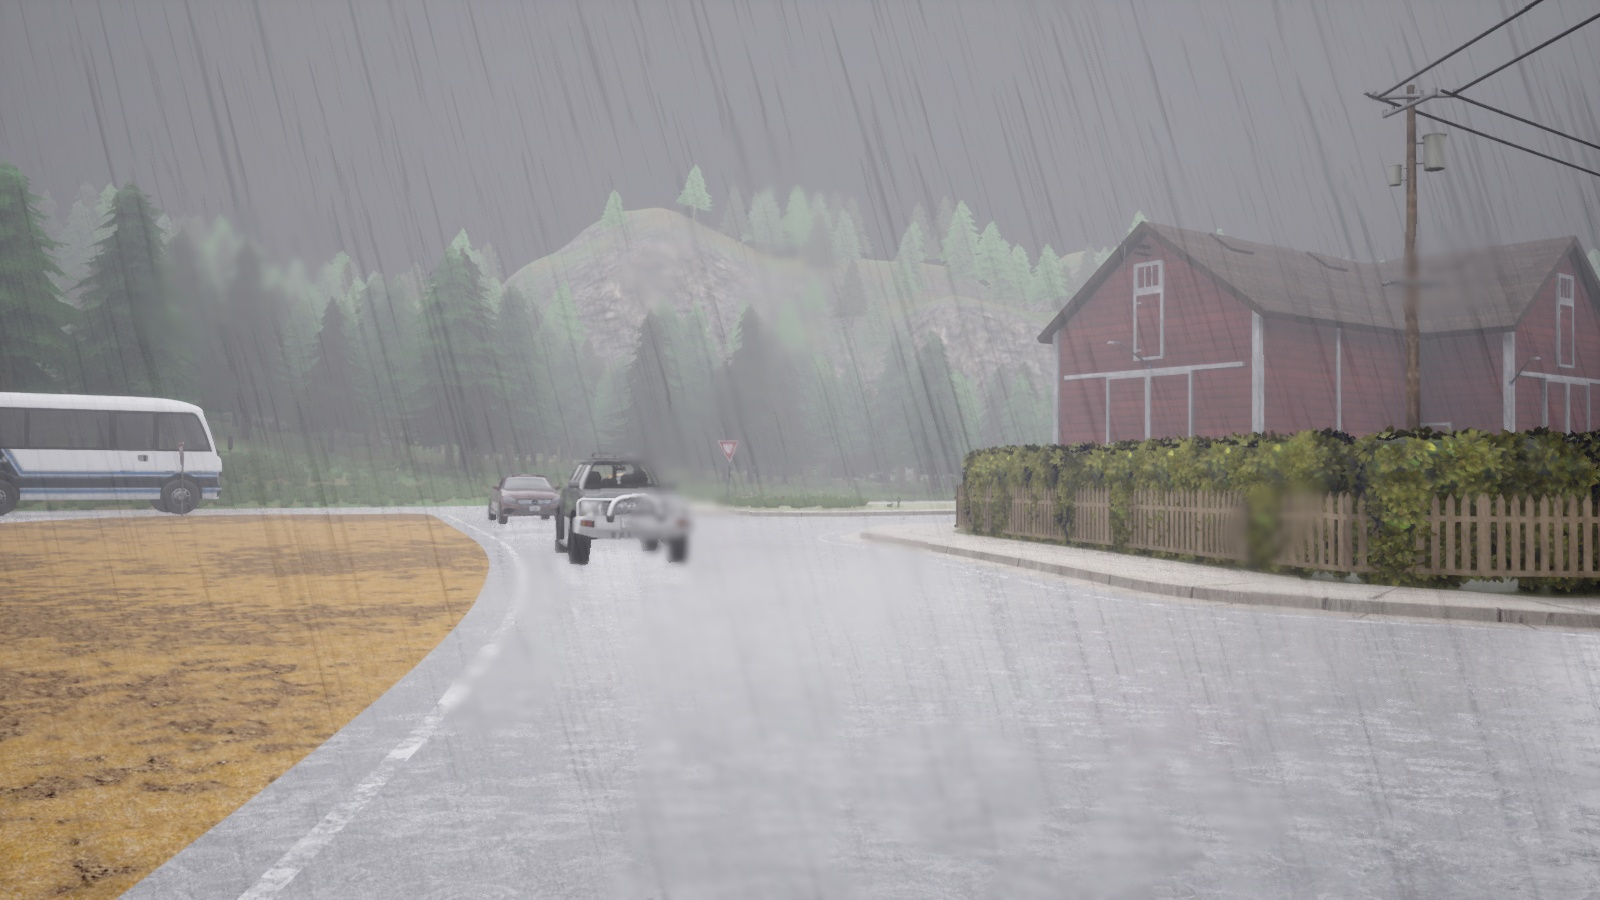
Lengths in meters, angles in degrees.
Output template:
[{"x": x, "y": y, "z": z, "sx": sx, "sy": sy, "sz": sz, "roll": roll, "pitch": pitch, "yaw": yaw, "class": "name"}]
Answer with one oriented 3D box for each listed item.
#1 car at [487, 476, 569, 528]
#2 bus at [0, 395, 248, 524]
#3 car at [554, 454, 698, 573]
[{"x": -8.191, "y": 1.495, "z": 37.481, "sx": 1.812, "sy": 1.442, "sz": 4.674, "roll": 0, "pitch": -1, "yaw": -19, "class": "car"}, {"x": -25.591, "y": 0.376, "z": 44.708, "sx": 10.273, "sy": 4.253, "sz": 3.944, "roll": 1, "pitch": -1, "yaw": -36, "class": "bus"}, {"x": -3.160, "y": 1.013, "z": 22.002, "sx": 1.932, "sy": 1.855, "sz": 4.605, "roll": 0, "pitch": -1, "yaw": -15, "class": "car"}]
